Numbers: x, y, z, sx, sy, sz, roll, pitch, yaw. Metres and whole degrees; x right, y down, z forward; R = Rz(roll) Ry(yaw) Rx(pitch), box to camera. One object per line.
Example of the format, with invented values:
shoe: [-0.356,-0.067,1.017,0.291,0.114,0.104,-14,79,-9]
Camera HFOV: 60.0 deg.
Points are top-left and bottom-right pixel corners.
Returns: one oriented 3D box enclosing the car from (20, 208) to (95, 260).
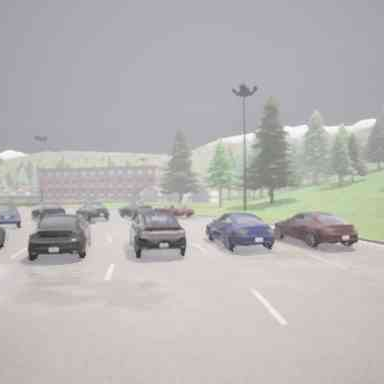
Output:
car: [-4.958,1.588,12.912,1.837,1.490,4.892,0,0,-14]

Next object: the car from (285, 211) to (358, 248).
car: [5.435,1.596,15.066,1.812,1.442,4.674,0,0,-13]

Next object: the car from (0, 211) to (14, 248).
car: [-8.454,1.652,12.468,1.994,1.385,4.181,0,0,-14]

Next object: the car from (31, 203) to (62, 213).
car: [-12.108,1.658,27.923,1.882,1.535,5.008,0,0,-36]

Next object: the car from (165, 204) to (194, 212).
car: [-1.769,1.778,31.655,1.895,1.301,4.718,0,0,-32]

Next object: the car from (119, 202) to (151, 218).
car: [-5.174,1.670,30.461,2.128,1.511,4.902,0,0,-33]

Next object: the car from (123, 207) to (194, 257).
car: [-1.485,1.569,13.368,2.128,1.511,4.902,0,0,-14]

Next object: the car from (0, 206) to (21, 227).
car: [-13.236,1.706,23.528,2.033,1.411,5.357,0,0,-32]

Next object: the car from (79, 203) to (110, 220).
car: [-8.740,1.705,29.235,1.812,1.442,4.674,0,0,-35]

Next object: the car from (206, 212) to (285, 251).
car: [1.983,1.601,14.490,1.812,1.442,4.674,0,0,-12]
